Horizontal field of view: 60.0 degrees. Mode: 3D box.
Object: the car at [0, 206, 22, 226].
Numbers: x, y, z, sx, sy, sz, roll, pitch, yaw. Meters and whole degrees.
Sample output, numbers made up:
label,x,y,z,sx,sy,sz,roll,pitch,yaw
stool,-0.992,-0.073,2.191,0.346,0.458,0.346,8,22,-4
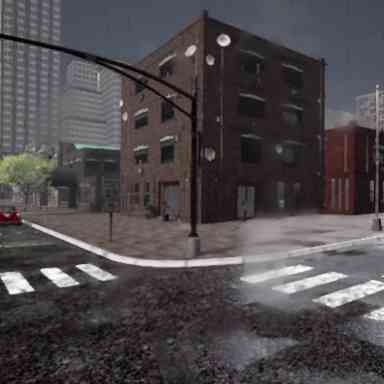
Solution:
label,x,y,z,sx,sy,sz,roll,pitch,yaw
car,-14.300,1.737,25.385,1.967,1.590,4.097,0,-1,-35
